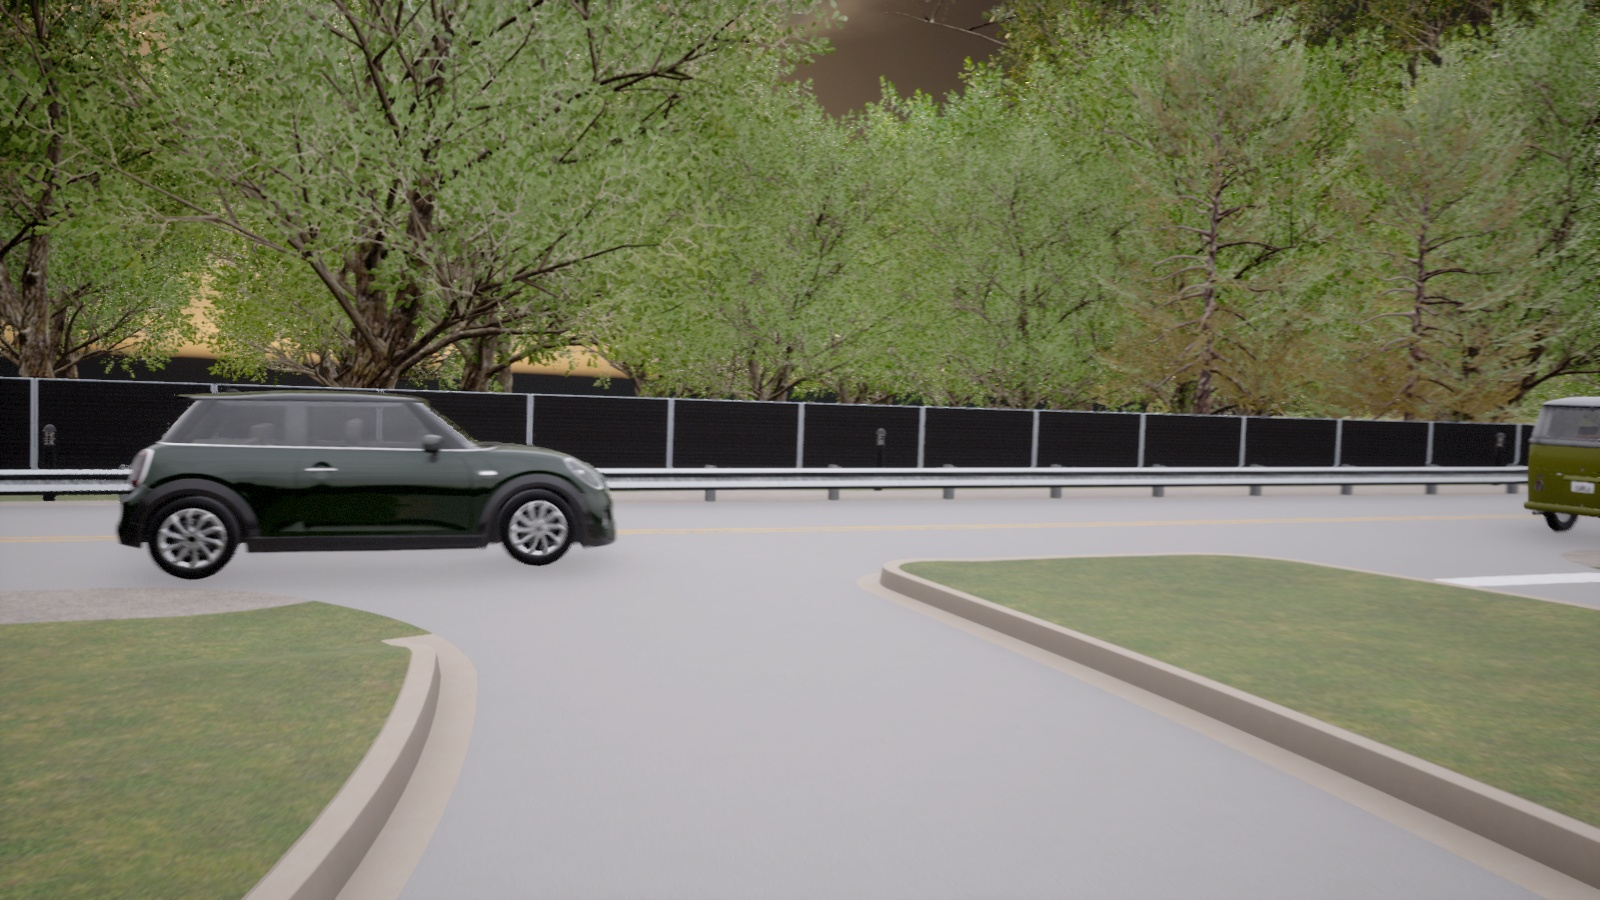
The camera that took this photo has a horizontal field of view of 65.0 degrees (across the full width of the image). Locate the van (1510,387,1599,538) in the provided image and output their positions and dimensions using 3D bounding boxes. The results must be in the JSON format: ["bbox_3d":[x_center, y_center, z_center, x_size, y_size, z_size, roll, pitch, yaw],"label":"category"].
[{"bbox_3d":[12.494,0.123,18.027,4.442,1.987,1.775,-1,4,-27],"label":"van"}]

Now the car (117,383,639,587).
[{"bbox_3d":[-4.071,0.245,12.585,4.553,1.767,2.097,0,2,-19],"label":"car"}]
